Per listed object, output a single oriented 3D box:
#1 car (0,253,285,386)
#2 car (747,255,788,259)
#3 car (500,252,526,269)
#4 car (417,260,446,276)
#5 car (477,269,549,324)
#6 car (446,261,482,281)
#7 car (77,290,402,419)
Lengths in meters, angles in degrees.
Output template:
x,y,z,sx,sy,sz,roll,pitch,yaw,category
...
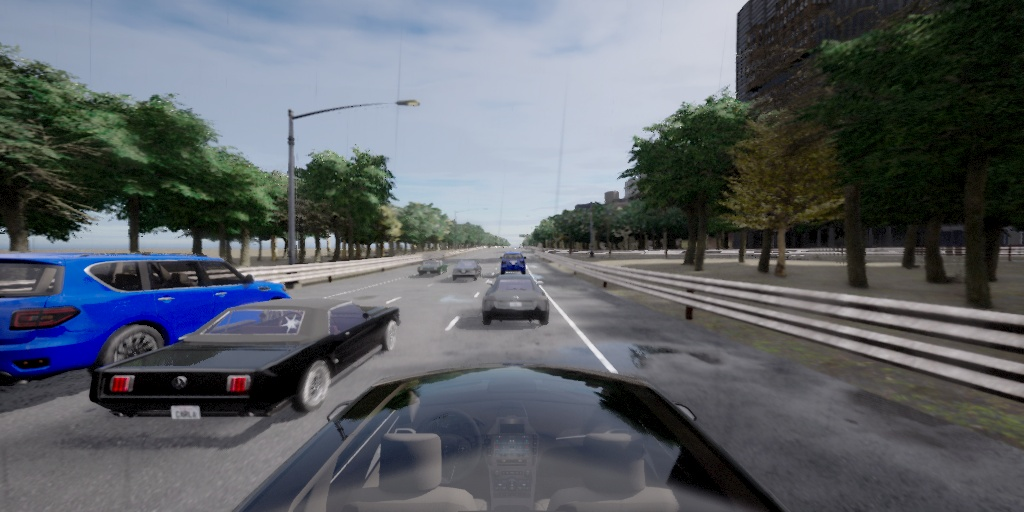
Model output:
x,y,z,sx,sy,sz,roll,pitch,yaw,category
-6.899,0.968,7.125,2.150,2.045,5.566,0,0,0,car
35.265,-0.289,49.463,1.895,1.301,4.718,-1,1,-39,car
0.107,0.623,32.383,2.150,2.045,5.566,0,2,0,car
-6.891,1.018,31.827,1.895,1.301,4.718,0,2,0,car
0.104,1.298,11.891,1.994,1.385,4.181,0,0,0,car
-3.391,1.069,27.649,2.033,1.411,5.357,0,1,0,car
-3.398,1.348,5.964,1.895,1.301,4.718,0,0,0,car
